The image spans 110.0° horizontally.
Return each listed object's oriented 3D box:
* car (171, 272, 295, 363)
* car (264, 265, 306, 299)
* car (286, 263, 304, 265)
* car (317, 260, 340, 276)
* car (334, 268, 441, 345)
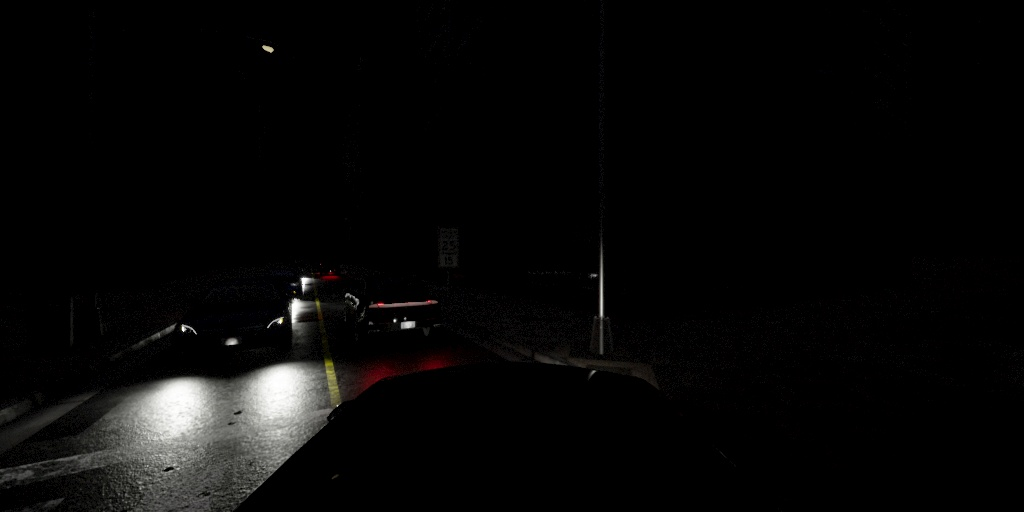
[{"bbox_3d":[-6.271,1.276,8.475,1.812,1.442,4.674,0,0,-31],"label":"car"},{"bbox_3d":[-11.380,1.317,17.513,1.994,1.385,4.181,0,0,-29],"label":"car"},{"bbox_3d":[-21.160,1.361,34.906,1.895,1.301,4.718,0,0,-29],"label":"car"},{"bbox_3d":[-19.448,1.268,38.191,1.837,1.490,4.892,0,0,-29],"label":"car"},{"bbox_3d":[-3.391,1.244,9.691,2.128,1.511,4.902,0,0,-30],"label":"car"}]
